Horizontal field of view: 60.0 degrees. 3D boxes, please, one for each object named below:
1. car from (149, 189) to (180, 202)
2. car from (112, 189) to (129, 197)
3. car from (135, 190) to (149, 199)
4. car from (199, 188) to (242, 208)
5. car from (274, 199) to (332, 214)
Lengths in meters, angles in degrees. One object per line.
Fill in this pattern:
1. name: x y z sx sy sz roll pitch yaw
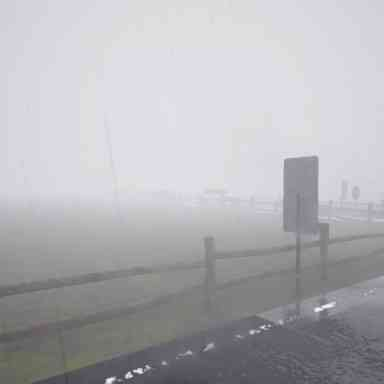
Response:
1. car: -3.554 0.453 45.424 2.097 1.767 4.553 1 1 -35
2. car: -14.064 0.120 65.481 2.128 1.511 4.902 1 1 -35
3. car: -8.043 0.342 56.918 1.882 1.535 5.008 1 1 -35
4. car: 2.985 0.584 36.093 2.150 2.045 5.566 1 1 -35
5. car: 9.053 1.086 27.445 1.882 1.535 5.008 1 1 -35
